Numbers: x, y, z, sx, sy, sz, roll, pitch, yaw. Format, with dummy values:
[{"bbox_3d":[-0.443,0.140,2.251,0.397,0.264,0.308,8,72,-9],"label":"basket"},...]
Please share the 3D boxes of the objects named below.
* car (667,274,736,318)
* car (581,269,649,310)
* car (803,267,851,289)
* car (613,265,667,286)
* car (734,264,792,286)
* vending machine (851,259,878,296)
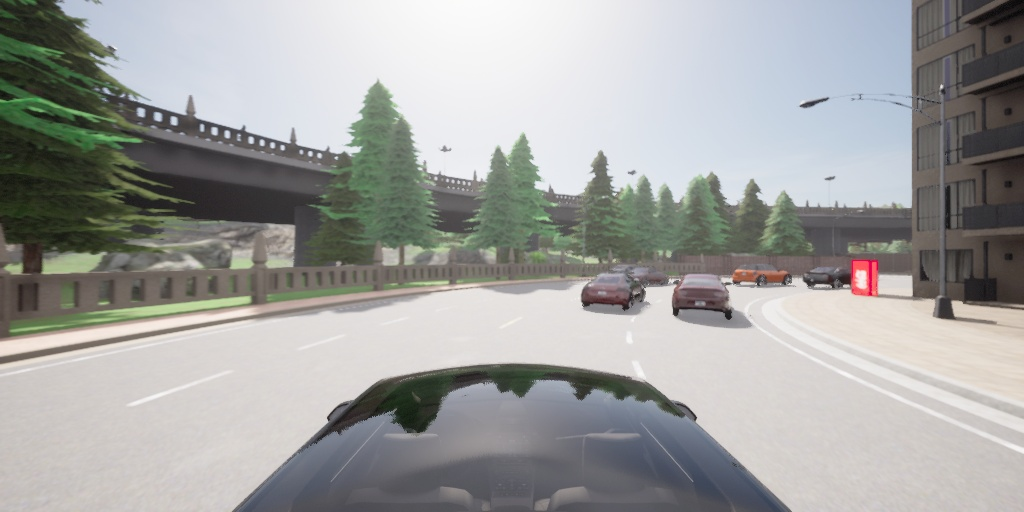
[{"bbox_3d":[7.225,1.400,13.660,1.812,1.442,4.674,0,-1,29],"label":"car"},{"bbox_3d":[4.535,1.439,15.814,1.994,1.385,4.181,0,-1,30],"label":"car"},{"bbox_3d":[23.392,1.538,25.766,4.902,1.511,2.128,0,-1,-15],"label":"car"},{"bbox_3d":[9.882,1.548,27.049,4.181,1.385,1.994,1,-1,-36],"label":"car"},{"bbox_3d":[19.685,1.396,28.205,4.553,1.767,2.097,0,0,-22],"label":"car"},{"bbox_3d":[18.610,1.168,18.928,0.880,2.100,1.100,0,0,-31],"label":"vending machine"}]
